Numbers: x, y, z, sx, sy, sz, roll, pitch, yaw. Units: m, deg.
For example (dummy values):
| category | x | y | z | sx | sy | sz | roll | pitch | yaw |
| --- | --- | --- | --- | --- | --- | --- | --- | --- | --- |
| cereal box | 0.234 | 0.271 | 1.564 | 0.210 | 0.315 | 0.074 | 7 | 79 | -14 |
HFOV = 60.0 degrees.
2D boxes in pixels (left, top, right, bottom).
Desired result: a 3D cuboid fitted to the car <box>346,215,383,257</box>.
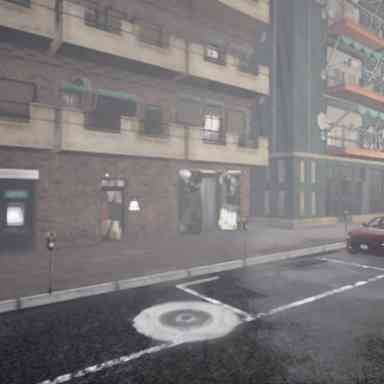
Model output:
| category | x | y | z | sx | sy | sz | roll | pitch | yaw |
| --- | --- | --- | --- | --- | --- | --- | --- | --- | --- |
| car | 7.210 | 1.459 | 11.688 | 4.507 | 1.381 | 1.887 | 0 | 1 | -35 |
